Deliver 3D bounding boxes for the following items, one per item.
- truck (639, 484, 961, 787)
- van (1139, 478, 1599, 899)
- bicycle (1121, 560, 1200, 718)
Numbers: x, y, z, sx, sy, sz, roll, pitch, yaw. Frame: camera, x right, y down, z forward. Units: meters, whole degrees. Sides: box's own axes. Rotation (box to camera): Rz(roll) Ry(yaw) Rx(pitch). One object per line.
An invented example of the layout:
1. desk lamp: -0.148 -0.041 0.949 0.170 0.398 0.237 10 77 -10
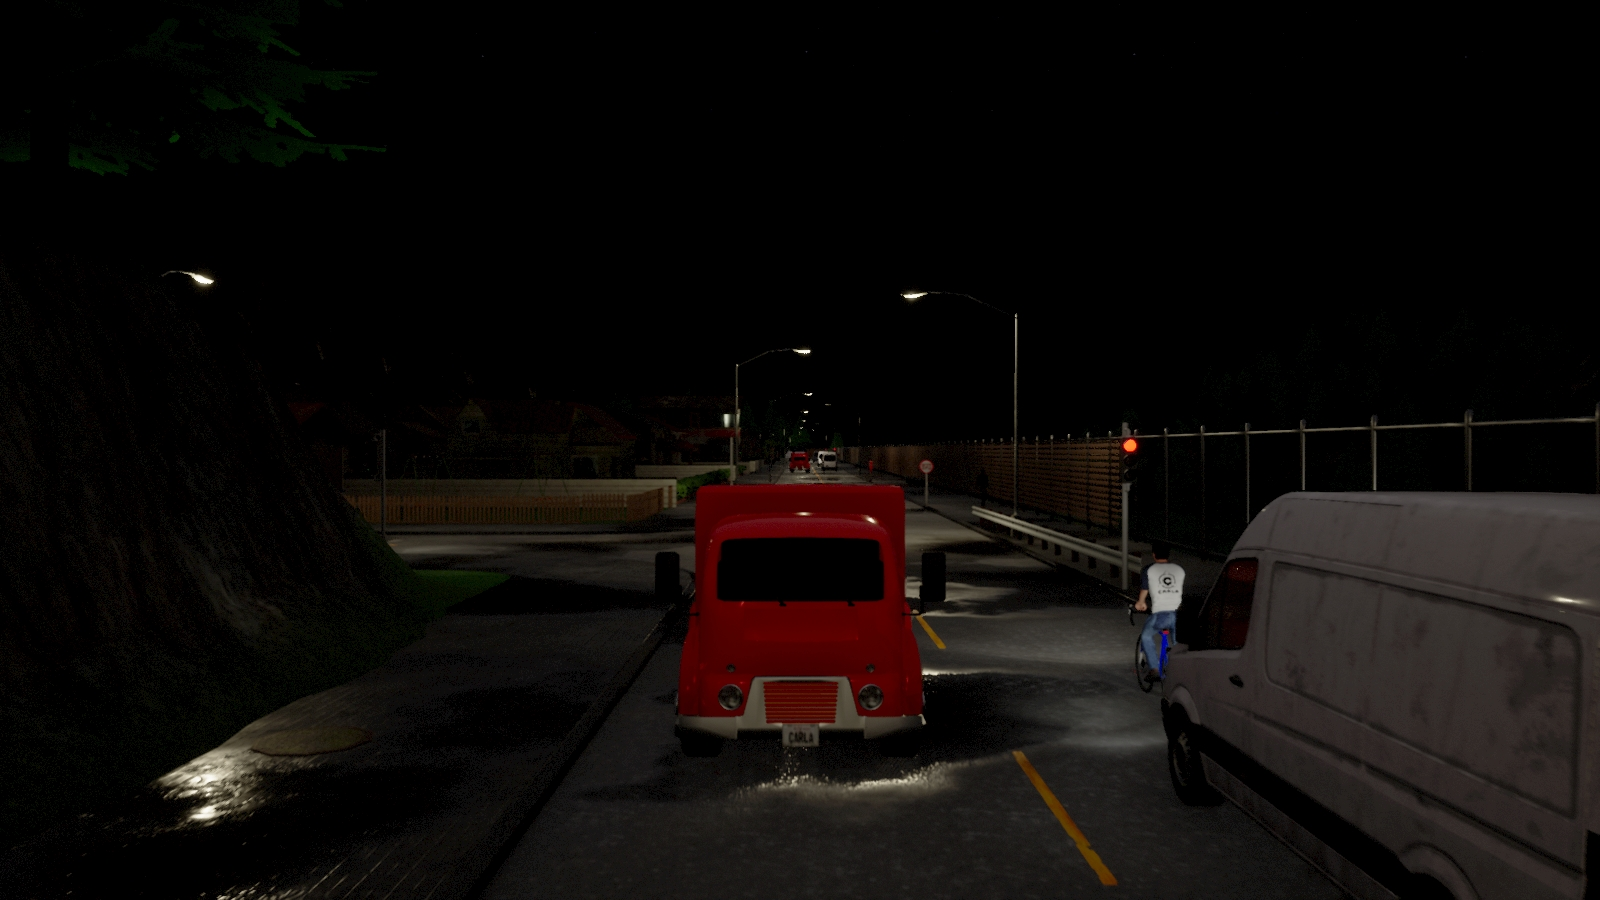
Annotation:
1. truck: -0.001 1.591 11.951 2.627 2.467 5.204 0 -2 0
2. van: 4.004 1.534 7.172 1.988 2.561 5.915 0 0 0
3. bicycle: 3.995 2.055 12.754 0.373 1.496 1.643 0 0 0
